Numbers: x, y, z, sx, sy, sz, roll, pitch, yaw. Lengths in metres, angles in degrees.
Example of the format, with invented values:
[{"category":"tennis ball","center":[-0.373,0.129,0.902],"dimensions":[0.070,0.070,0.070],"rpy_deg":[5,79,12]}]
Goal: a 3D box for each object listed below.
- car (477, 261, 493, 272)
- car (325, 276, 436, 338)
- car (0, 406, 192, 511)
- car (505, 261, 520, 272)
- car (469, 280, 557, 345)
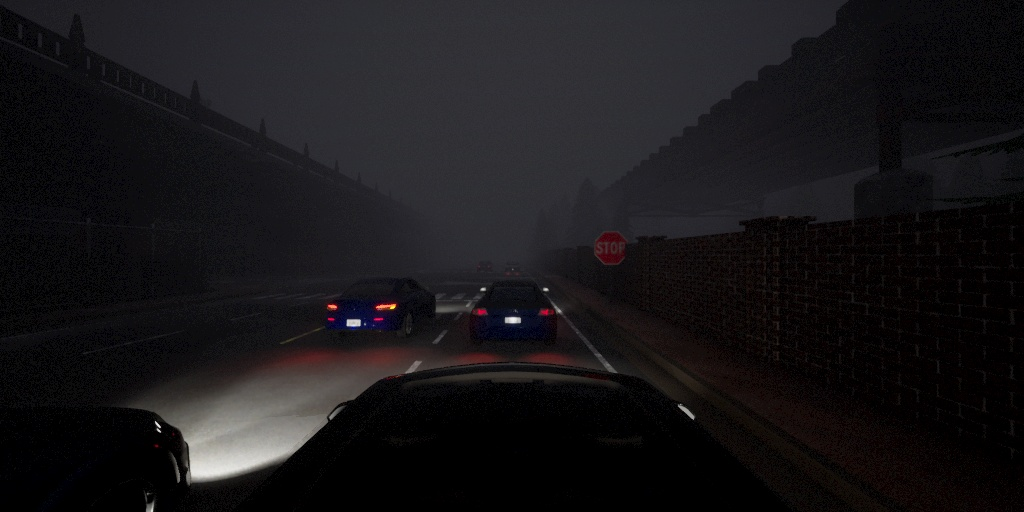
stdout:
[{"category":"car","center":[-3.429,1.297,46.051],"dimensions":[2.033,1.411,5.357],"rpy_deg":[0,0,-1]},{"category":"car","center":[-3.420,1.276,10.031],"dimensions":[1.812,1.442,4.674],"rpy_deg":[0,0,0]},{"category":"car","center":[-3.399,1.314,0.935],"dimensions":[1.994,1.385,4.181],"rpy_deg":[0,0,0]},{"category":"car","center":[0.065,1.351,46.243],"dimensions":[1.895,1.301,4.718],"rpy_deg":[0,0,-1]},{"category":"car","center":[0.062,1.314,9.511],"dimensions":[1.994,1.385,4.181],"rpy_deg":[0,0,1]}]
